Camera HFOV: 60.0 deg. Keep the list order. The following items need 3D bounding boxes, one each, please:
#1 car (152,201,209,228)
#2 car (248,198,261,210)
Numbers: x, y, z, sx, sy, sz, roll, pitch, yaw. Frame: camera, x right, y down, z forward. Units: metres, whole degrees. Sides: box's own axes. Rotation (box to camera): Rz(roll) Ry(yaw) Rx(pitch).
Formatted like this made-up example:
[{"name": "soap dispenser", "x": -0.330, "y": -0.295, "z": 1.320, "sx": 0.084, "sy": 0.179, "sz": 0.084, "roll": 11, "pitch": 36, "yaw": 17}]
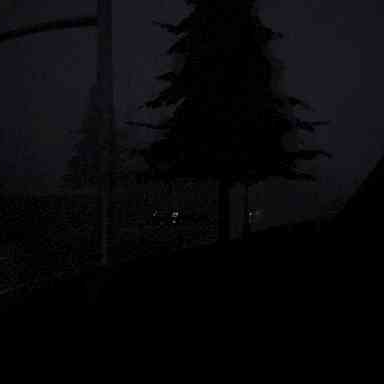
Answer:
[{"name": "car", "x": -0.711, "y": 1.426, "z": 22.878, "sx": 2.097, "sy": 1.767, "sz": 4.553, "roll": 0, "pitch": 0, "yaw": 33}, {"name": "car", "x": 8.115, "y": 1.593, "z": 44.041, "sx": 2.128, "sy": 1.511, "sz": 4.902, "roll": 0, "pitch": 0, "yaw": 12}]
